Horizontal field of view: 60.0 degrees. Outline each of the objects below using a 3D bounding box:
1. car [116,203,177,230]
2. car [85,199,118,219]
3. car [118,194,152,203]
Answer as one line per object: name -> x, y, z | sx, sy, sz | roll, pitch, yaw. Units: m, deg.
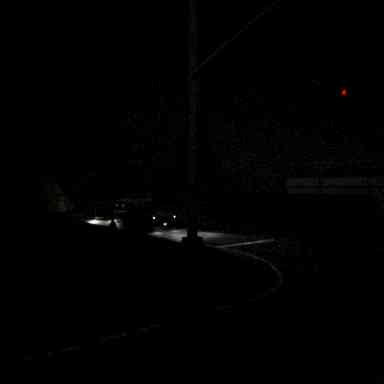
car -> -2.915, 1.601, 21.628 | 1.895, 1.301, 4.718 | 0, 0, -37
car -> -8.386, 1.478, 29.874 | 1.882, 1.535, 5.008 | 0, 0, -26
car -> -7.389, 1.222, 42.015 | 2.150, 2.045, 5.566 | 0, 0, 36
